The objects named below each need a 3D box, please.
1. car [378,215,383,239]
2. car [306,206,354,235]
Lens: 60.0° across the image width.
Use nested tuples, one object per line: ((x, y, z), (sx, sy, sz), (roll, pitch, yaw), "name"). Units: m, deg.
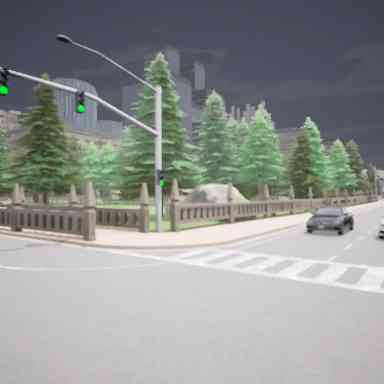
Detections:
((10.602, 1.533, 16.729), (1.812, 1.442, 4.674), (0, 0, 35), "car")
((8.021, 1.549, 19.140), (1.812, 1.442, 4.674), (0, 0, 35), "car")
